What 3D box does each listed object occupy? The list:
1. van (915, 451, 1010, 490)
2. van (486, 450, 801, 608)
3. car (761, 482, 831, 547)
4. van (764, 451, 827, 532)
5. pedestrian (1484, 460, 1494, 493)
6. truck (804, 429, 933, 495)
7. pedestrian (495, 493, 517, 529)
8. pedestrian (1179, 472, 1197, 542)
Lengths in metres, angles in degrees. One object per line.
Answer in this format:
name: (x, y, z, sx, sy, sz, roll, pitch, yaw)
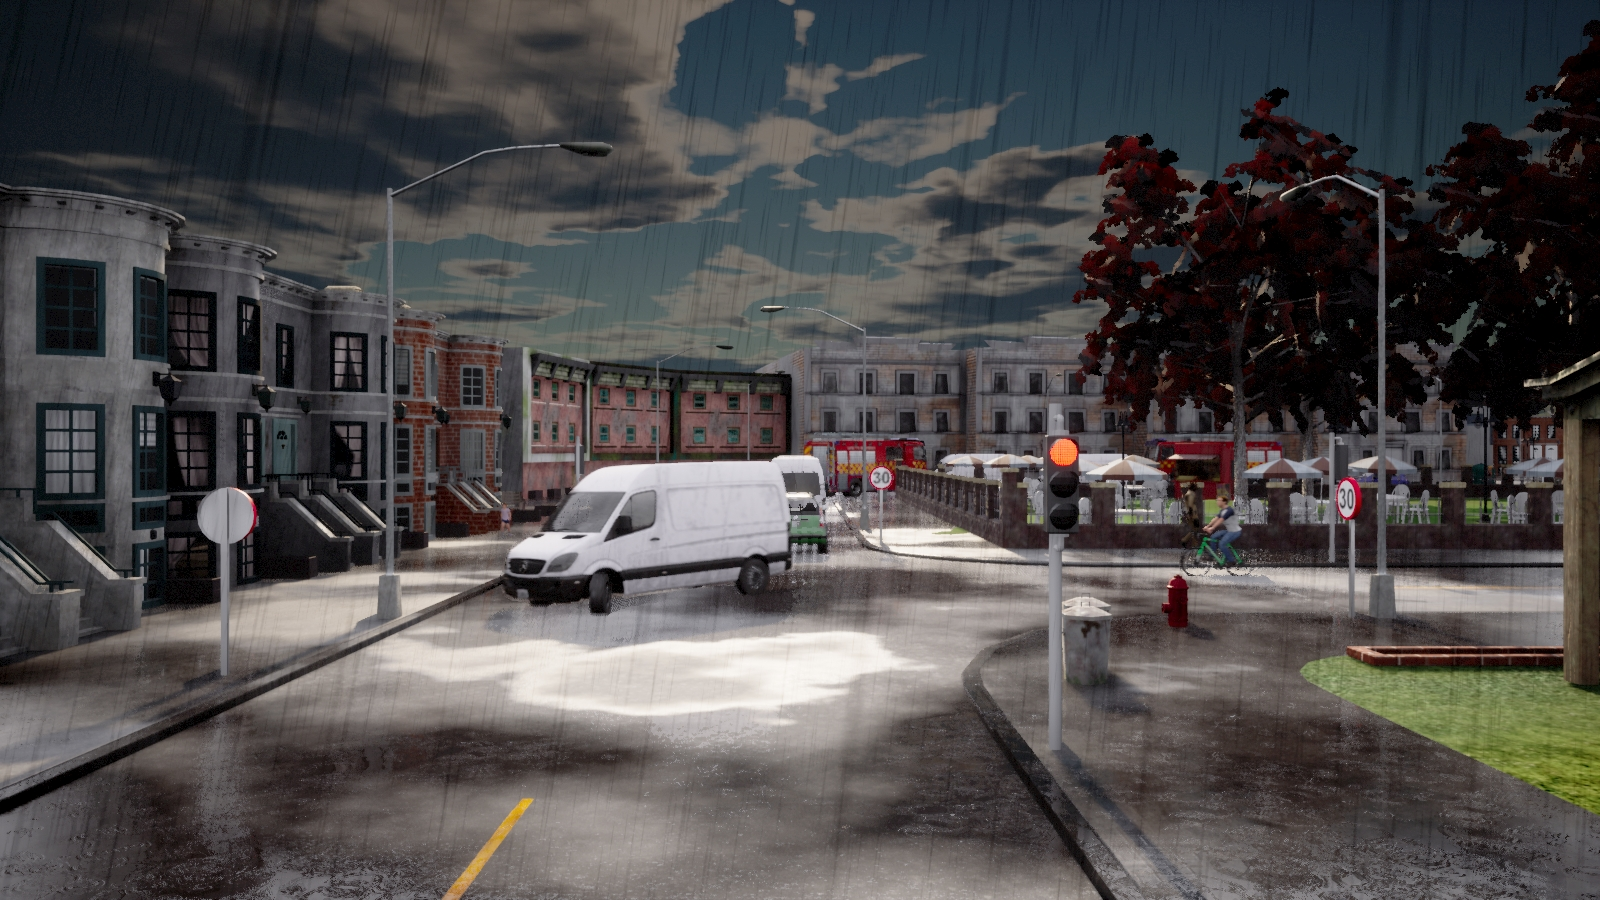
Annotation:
van: (10.550, 1.314, 74.428, 5.915, 2.561, 1.988, 0, 0, 0)
van: (-2.730, 1.314, 21.414, 1.988, 2.561, 5.915, -3, -2, 42)
car: (-0.119, 1.779, 32.373, 1.851, 1.617, 3.988, 0, 0, 0)
van: (-0.147, 1.315, 39.074, 1.988, 2.561, 5.915, 0, 0, 0)
pedestrian: (39.680, 1.524, 65.817, 0.375, 1.860, 0.375, 0, 0, 2)
truck: (4.295, 0.672, 70.228, 8.468, 3.827, 2.891, 0, 0, -43)
pedestrian: (-9.197, 1.904, 35.724, 0.500, 1.100, 0.500, 0, 0, 7)
pedestrian: (10.375, 1.517, 30.551, 0.375, 1.860, 0.375, 0, 0, 0)
